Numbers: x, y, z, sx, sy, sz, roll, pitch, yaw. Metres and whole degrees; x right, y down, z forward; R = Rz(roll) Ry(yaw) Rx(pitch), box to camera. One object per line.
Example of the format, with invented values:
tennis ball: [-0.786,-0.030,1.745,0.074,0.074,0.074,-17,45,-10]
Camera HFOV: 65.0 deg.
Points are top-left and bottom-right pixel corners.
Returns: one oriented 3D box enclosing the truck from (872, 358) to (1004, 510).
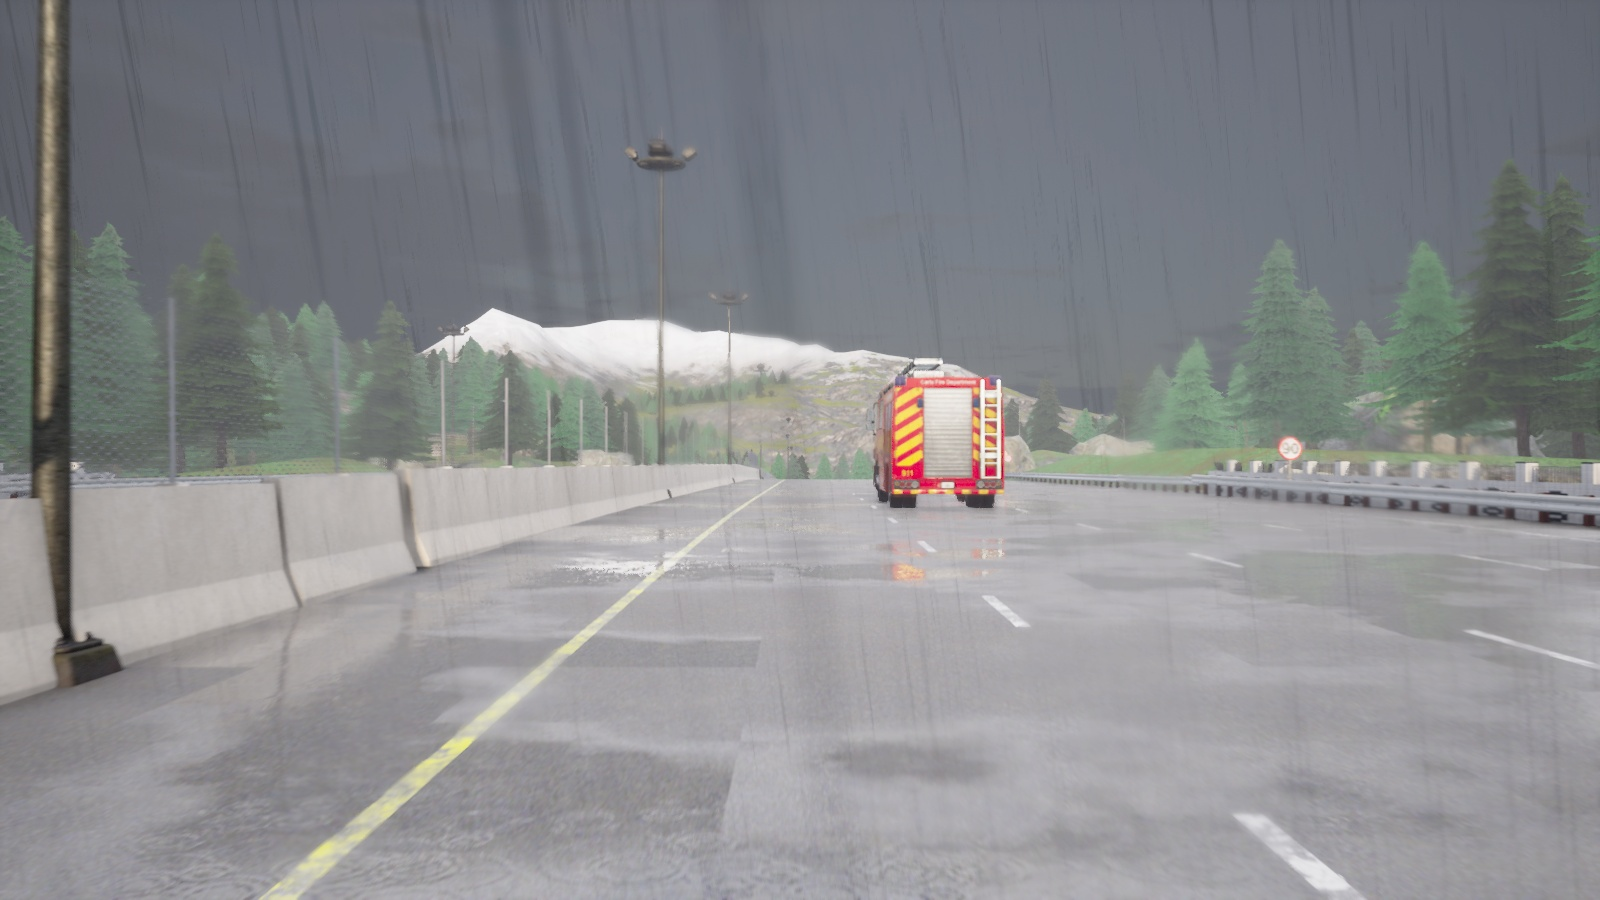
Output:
truck: [3.721,-0.365,35.855,2.891,3.827,8.468,0,-1,0]
